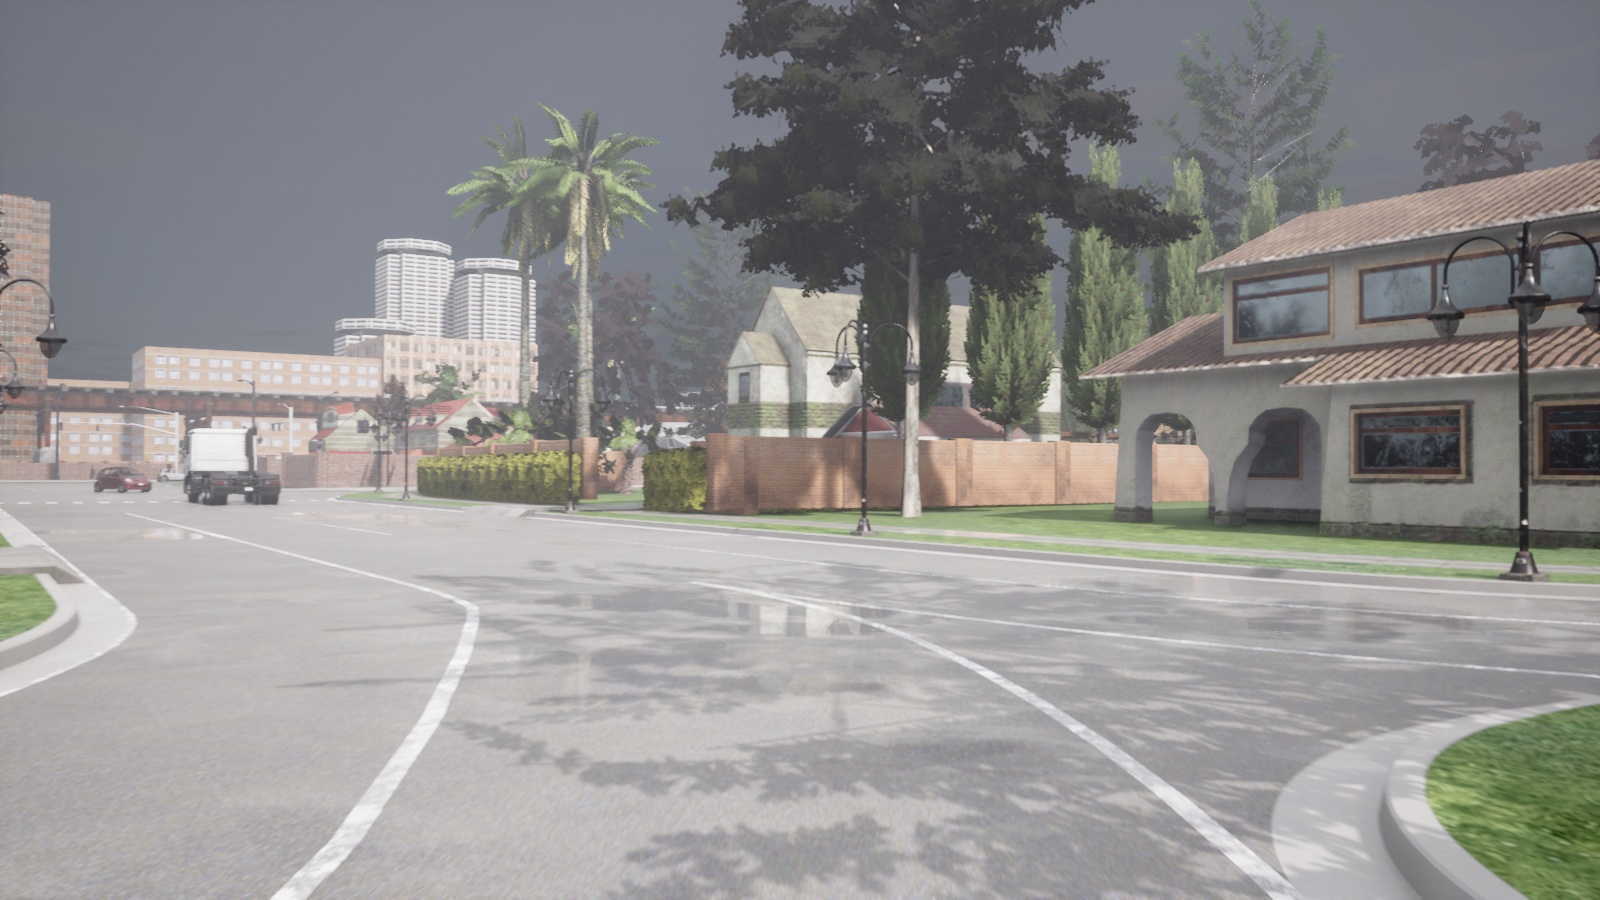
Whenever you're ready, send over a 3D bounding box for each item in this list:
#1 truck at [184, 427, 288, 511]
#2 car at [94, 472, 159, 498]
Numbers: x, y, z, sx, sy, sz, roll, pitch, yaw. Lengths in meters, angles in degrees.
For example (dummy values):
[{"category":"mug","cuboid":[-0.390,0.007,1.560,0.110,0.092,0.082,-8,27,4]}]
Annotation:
[{"category":"truck","cuboid":[-25.144,0.848,55.760,2.891,3.462,7.936,0,-1,-34]},{"category":"car","cuboid":[-42.156,2.166,78.593,3.988,1.617,1.851,-1,-1,33]}]
